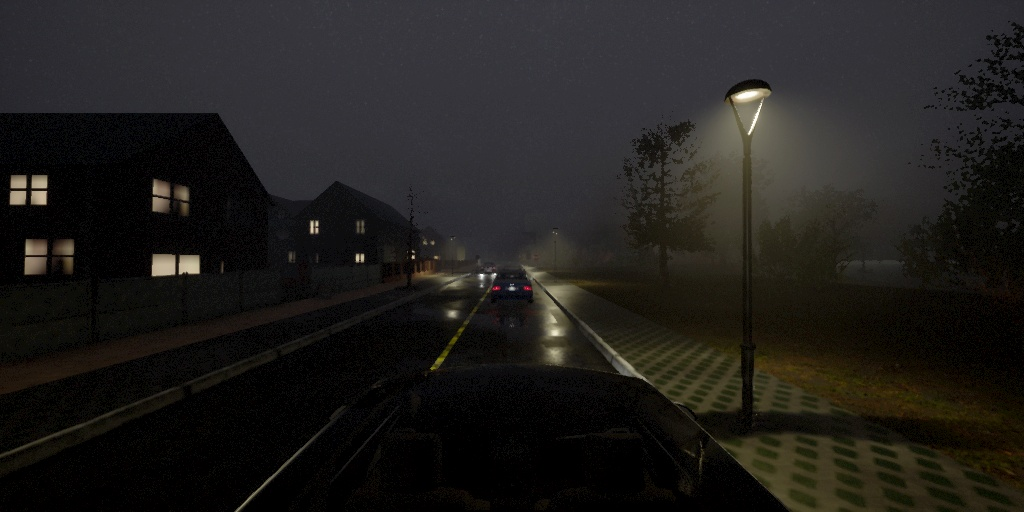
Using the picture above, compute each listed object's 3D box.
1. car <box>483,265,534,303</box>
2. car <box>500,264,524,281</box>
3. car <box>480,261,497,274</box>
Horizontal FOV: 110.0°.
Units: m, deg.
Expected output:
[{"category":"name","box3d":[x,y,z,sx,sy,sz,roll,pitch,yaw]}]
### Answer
[{"category":"car","box3d":[0.000,1.324,16.519,2.033,1.411,5.357,0,0,0]},{"category":"car","box3d":[0.000,1.405,31.554,1.895,1.301,4.718,0,0,0]},{"category":"car","box3d":[-2.751,1.381,43.528,1.812,1.442,4.674,0,0,0]}]
